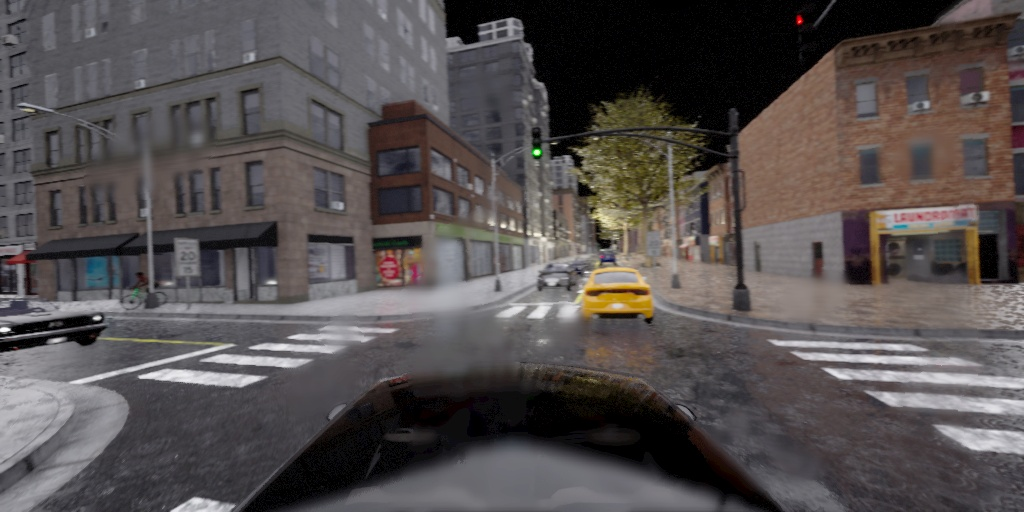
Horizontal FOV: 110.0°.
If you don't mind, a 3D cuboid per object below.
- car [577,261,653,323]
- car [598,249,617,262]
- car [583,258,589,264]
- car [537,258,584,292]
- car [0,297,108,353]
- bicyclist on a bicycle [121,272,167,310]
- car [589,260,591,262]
[{"bbox_3d":[3.351,1.111,11.669,1.882,1.535,5.008,-2,0,15],"label":"car"},{"bbox_3d":[12.775,0.187,47.856,2.150,2.045,5.566,-3,1,15],"label":"car"},{"bbox_3d":[5.160,1.069,30.241,1.895,1.301,4.718,-3,0,15],"label":"car"},{"bbox_3d":[2.675,1.126,20.719,2.128,1.511,4.902,-3,0,16],"label":"car"},{"bbox_3d":[-12.814,1.726,8.990,4.718,1.301,1.895,-2,0,15],"label":"car"},{"bbox_3d":[-16.429,1.534,16.032,0.582,1.620,1.656,-2,0,15],"label":"bicyclist on a bicycle"},{"bbox_3d":[7.729,0.882,39.906,1.895,1.301,4.718,-3,1,15],"label":"car"}]
